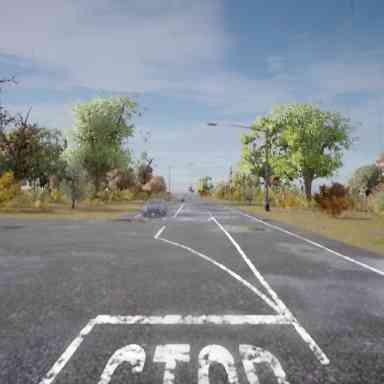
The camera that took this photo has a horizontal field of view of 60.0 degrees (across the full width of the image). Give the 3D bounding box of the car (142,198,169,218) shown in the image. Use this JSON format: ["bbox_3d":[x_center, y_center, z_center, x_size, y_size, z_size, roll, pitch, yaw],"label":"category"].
[{"bbox_3d":[-3.381,1.409,31.254,2.097,1.767,4.553,0,0,0],"label":"car"}]

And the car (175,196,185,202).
[{"bbox_3d":[-2.866,1.688,79.566,1.812,1.442,4.674,0,0,5],"label":"car"}]
